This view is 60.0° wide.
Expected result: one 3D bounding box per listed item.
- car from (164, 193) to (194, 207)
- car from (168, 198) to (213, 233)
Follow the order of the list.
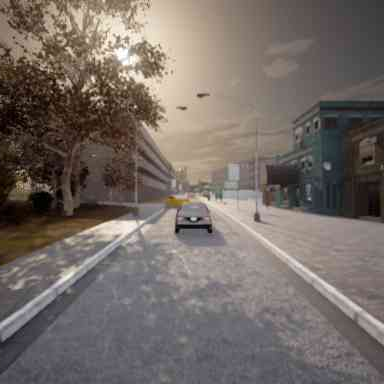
[{"bbox_3d":[-1.911,1.160,40.125,1.882,1.535,5.008,1,-1,-22],"label":"car"},{"bbox_3d":[0.071,1.224,17.295,2.033,1.411,5.357,0,1,0],"label":"car"}]
